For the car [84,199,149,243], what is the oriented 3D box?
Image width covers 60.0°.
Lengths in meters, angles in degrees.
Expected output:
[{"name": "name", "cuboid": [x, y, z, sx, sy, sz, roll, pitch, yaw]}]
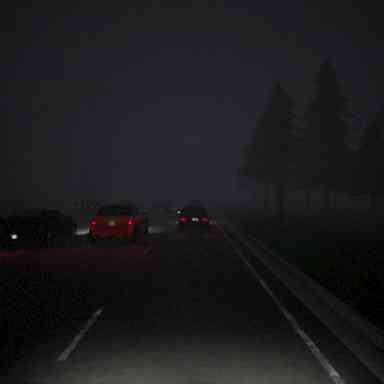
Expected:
[{"name": "car", "cuboid": [-3.403, 1.353, 16.253, 2.097, 1.767, 4.553, 0, 0, 0]}]

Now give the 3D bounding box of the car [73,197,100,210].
[{"name": "car", "cuboid": [-13.906, 1.494, 44.181, 2.128, 1.511, 4.902, 0, 0, 0]}]

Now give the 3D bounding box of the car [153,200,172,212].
[{"name": "car", "cuboid": [-3.404, 1.604, 39.069, 1.895, 1.301, 4.718, 0, 0, 0]}]

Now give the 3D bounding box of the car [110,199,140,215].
[{"name": "car", "cuboid": [-6.903, 1.550, 34.737, 2.033, 1.411, 5.357, 0, 0, 0]}]

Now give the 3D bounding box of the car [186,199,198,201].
[{"name": "car", "cuboid": [0.095, 1.567, 43.862, 1.994, 1.385, 4.181, 0, 0, 0]}]

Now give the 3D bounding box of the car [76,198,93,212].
[{"name": "car", "cuboid": [-10.405, 1.550, 34.955, 2.033, 1.411, 5.357, 0, 0, 0]}]

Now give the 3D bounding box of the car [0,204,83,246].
[{"name": "car", "cuboid": [-6.899, 1.504, 15.335, 1.837, 1.490, 4.892, 0, 0, 0]}]

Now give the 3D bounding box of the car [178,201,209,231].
[{"name": "car", "cuboid": [0.099, 1.549, 20.727, 2.033, 1.411, 5.357, 0, 0, 0]}]
